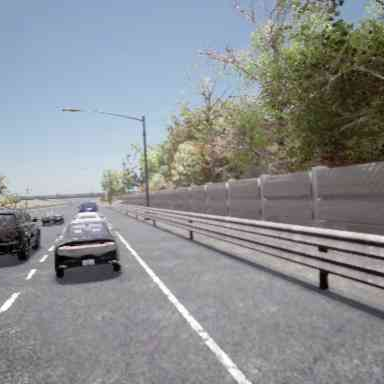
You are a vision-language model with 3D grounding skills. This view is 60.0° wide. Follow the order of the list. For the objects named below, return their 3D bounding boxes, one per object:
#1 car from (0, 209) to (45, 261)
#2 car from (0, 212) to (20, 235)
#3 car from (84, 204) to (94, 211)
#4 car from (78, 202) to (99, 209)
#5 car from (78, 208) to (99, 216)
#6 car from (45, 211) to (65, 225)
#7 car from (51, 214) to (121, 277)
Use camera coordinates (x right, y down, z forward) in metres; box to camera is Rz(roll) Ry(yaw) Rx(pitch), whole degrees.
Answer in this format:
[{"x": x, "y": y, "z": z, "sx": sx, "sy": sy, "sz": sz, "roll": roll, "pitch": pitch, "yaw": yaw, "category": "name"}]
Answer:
[{"x": -8.045, "y": 1.774, "z": 14.374, "sx": 2.150, "sy": 2.045, "sz": 5.566, "roll": -3, "pitch": 0, "yaw": -17, "category": "car"}, {"x": -15.714, "y": 2.575, "z": 27.369, "sx": 1.837, "sy": 1.490, "sz": 4.892, "roll": -3, "pitch": -1, "yaw": -17, "category": "car"}, {"x": -23.050, "y": 3.462, "z": 74.409, "sx": 2.033, "sy": 1.411, "sz": 5.357, "roll": -3, "pitch": -1, "yaw": -17, "category": "car"}, {"x": -12.255, "y": 2.213, "z": 39.464, "sx": 2.150, "sy": 2.045, "sz": 5.566, "roll": -3, "pitch": -1, "yaw": -17, "category": "car"}, {"x": -6.855, "y": 2.078, "z": 22.053, "sx": 1.812, "sy": 1.442, "sz": 4.674, "roll": -3, "pitch": -1, "yaw": -17, "category": "car"}, {"x": -14.128, "y": 2.645, "z": 34.089, "sx": 1.895, "sy": 1.301, "sz": 4.718, "roll": -3, "pitch": 0, "yaw": -17, "category": "car"}, {"x": -3.586, "y": 1.779, "z": 11.487, "sx": 2.128, "sy": 1.511, "sz": 4.902, "roll": -3, "pitch": -1, "yaw": -17, "category": "car"}]
